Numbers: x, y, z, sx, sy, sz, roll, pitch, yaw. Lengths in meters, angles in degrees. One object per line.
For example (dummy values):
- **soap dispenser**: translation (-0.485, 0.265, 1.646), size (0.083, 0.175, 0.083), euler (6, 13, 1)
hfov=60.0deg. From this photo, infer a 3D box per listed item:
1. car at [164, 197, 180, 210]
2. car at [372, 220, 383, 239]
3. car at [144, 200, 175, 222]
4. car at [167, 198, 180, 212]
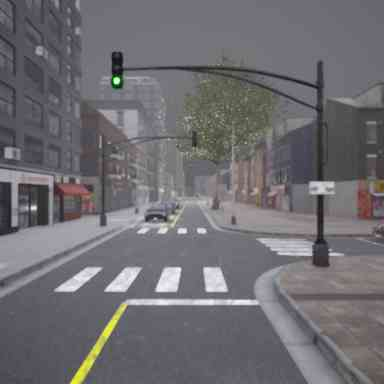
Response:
- **car**: translation (-2.842, 1.613, 48.120), size (2.097, 1.767, 4.553), euler (0, 0, 0)
- **car**: translation (10.924, 1.596, 15.989), size (4.097, 1.590, 1.967), euler (0, -1, 0)
- **car**: translation (-2.855, 1.697, 28.395), size (2.033, 1.411, 5.357), euler (0, 0, 0)
- **car**: translation (-2.851, 1.695, 38.155), size (2.128, 1.511, 4.902), euler (0, 0, 0)
